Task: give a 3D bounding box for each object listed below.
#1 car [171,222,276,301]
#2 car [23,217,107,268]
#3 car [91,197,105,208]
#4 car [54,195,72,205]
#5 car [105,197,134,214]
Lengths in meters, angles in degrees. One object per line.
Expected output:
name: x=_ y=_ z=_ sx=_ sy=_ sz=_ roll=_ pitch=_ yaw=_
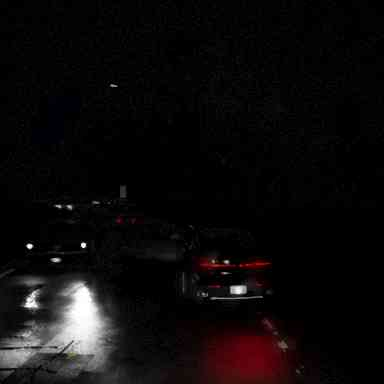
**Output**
car: x=0.580 y=1.506 z=8.379 sx=1.837 sy=1.490 sz=4.892 roll=0 pitch=0 yaw=-6
car: x=-4.111 y=1.584 z=11.448 sx=1.895 sy=1.301 sz=4.718 roll=0 pitch=0 yaw=-9
car: x=-11.744 y=1.379 z=43.865 sx=2.033 sy=1.411 sz=5.357 roll=1 pitch=0 yaw=-31
car: x=-19.994 y=1.187 z=51.486 sx=1.882 sy=1.535 sz=5.008 roll=1 pitch=0 yaw=-31
car: x=-7.470 y=1.382 z=34.822 sx=1.882 sy=1.535 sz=5.008 roll=1 pitch=0 yaw=-24
